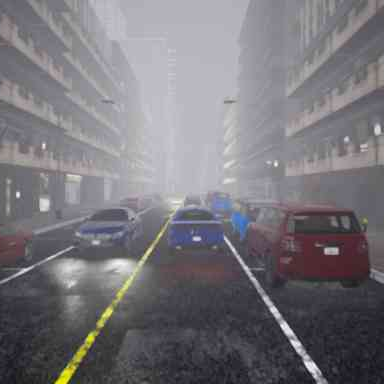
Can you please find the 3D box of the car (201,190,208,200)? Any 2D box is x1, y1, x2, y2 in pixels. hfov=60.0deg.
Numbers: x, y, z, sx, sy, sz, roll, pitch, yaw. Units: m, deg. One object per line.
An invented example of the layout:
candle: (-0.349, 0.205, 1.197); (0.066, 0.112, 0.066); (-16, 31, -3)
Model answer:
car: (2.680, 0.729, 42.906); (2.192, 1.841, 5.009); (0, 1, 0)

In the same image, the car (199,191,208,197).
car: (2.671, 0.513, 77.001); (2.008, 1.369, 4.403); (0, 1, 0)

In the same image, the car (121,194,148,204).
car: (-5.698, 1.112, 31.541); (1.887, 1.381, 4.507); (0, 1, 0)

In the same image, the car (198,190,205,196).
car: (2.666, 0.180, 94.044); (1.967, 1.590, 4.097); (0, 1, 0)

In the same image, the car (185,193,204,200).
car: (0.087, 1.067, 38.991); (1.895, 1.301, 4.718); (0, 1, 0)

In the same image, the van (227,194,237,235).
van: (2.688, 1.140, 14.497); (1.690, 1.788, 3.998); (0, 1, 0)

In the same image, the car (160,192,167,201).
car: (-5.704, 0.702, 54.267); (1.967, 1.590, 4.097); (0, 1, 0)

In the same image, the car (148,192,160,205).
car: (-5.701, 0.965, 42.905); (2.008, 1.369, 4.403); (0, 1, 0)

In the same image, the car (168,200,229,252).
car: (0.102, 1.297, 12.990); (1.882, 1.535, 5.008); (0, 1, -1)

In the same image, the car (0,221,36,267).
car: (-5.692, 1.458, 8.814); (1.802, 1.307, 4.206); (0, 1, 0)

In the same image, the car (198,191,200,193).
car: (0.081, 0.788, 59.851); (1.895, 1.301, 4.718); (0, 1, 0)

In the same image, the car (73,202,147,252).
car: (-3.105, 1.344, 13.089); (1.812, 1.442, 4.674); (0, 1, 0)

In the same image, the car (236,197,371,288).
car: (2.690, 1.191, 8.815); (2.192, 1.841, 5.009); (0, 1, 0)

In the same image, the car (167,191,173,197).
car: (-5.711, 0.439, 82.678); (2.008, 1.369, 4.403); (0, 1, 0)

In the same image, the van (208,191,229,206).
van: (2.683, 0.908, 31.543); (1.690, 1.788, 3.998); (0, 1, 0)
